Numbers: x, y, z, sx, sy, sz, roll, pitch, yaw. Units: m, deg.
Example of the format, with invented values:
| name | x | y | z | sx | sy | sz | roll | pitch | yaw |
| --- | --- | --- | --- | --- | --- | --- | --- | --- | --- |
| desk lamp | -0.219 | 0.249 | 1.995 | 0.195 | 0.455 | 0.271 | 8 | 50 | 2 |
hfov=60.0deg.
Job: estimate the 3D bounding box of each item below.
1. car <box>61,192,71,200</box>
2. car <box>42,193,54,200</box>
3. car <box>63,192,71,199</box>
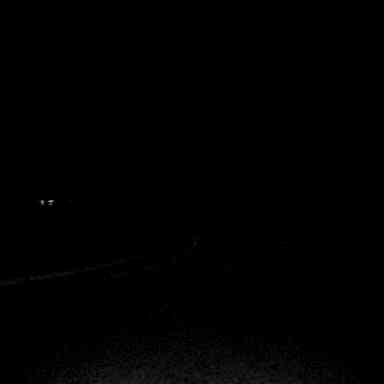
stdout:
| name | x | y | z | sx | sy | sz | roll | pitch | yaw |
| --- | --- | --- | --- | --- | --- | --- | --- | --- | --- |
| car | -27.464 | 0.769 | 72.682 | 2.097 | 1.767 | 4.553 | 1 | 0 | -20 |
| car | -29.329 | 0.945 | 67.599 | 1.812 | 1.442 | 4.674 | 1 | 0 | -20 |
| car | -31.069 | 0.838 | 82.508 | 1.837 | 1.490 | 4.892 | 1 | 0 | -20 |
